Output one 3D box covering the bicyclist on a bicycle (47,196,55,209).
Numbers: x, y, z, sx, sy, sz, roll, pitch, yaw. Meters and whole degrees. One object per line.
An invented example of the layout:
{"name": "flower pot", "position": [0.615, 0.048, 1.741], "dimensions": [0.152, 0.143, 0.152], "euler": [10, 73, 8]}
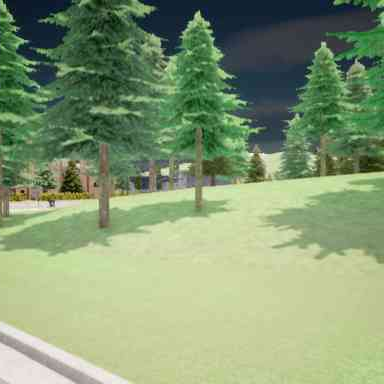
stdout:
{"name": "bicyclist on a bicycle", "position": [-17.058, 1.264, 40.217], "dimensions": [1.656, 1.620, 0.582], "euler": [0, 0, 35]}
